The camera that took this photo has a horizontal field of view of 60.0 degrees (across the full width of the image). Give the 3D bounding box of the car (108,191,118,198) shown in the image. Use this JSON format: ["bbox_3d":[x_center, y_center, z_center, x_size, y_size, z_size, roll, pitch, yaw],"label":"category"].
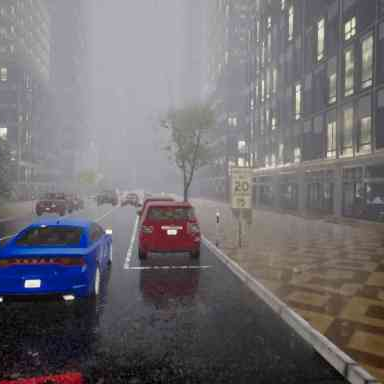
[{"bbox_3d":[-18.205,0.478,76.932,1.967,1.590,4.097,1,1,-8],"label":"car"}]

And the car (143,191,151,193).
[{"bbox_3d":[-7.280,0.939,56.030,1.887,1.381,4.507,1,1,-8],"label":"car"}]

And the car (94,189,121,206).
[{"bbox_3d":[-10.731,0.688,42.564,2.150,2.045,5.566,1,1,-8],"label":"car"}]

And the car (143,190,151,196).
[{"bbox_3d":[-12.746,0.276,94.549,2.192,1.841,5.009,1,1,-8],"label":"car"}]

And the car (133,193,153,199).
[{"bbox_3d":[-1.794,1.154,17.510,2.192,1.841,5.009,1,1,-8],"label":"car"}]

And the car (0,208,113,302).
[{"bbox_3d":[-3.070,1.387,8.135,1.882,1.535,5.008,1,1,-8],"label":"car"}]

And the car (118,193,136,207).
[{"bbox_3d":[-7.662,1.129,40.950,1.895,1.301,4.718,1,1,-8],"label":"car"}]

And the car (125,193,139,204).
[{"bbox_3d":[-9.108,0.893,50.801,1.882,1.535,5.008,1,1,-8],"label":"car"}]

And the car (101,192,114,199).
[{"bbox_3d":[-16.644,0.713,65.927,2.008,1.369,4.403,1,1,-8],"label":"car"}]

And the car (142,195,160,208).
[{"bbox_3d":[-4.936,1.134,39.520,2.008,1.369,4.403,1,1,-8],"label":"car"}]

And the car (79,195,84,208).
[{"bbox_3d":[-11.955,0.979,32.907,1.967,1.590,4.097,1,1,-8],"label":"car"}]

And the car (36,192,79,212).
[{"bbox_3d":[-11.172,0.917,27.402,2.192,1.841,5.009,1,1,-8],"label":"car"}]

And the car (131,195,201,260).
[{"bbox_3d":[-0.917,1.220,12.022,2.192,1.841,5.009,1,1,-8],"label":"car"}]
